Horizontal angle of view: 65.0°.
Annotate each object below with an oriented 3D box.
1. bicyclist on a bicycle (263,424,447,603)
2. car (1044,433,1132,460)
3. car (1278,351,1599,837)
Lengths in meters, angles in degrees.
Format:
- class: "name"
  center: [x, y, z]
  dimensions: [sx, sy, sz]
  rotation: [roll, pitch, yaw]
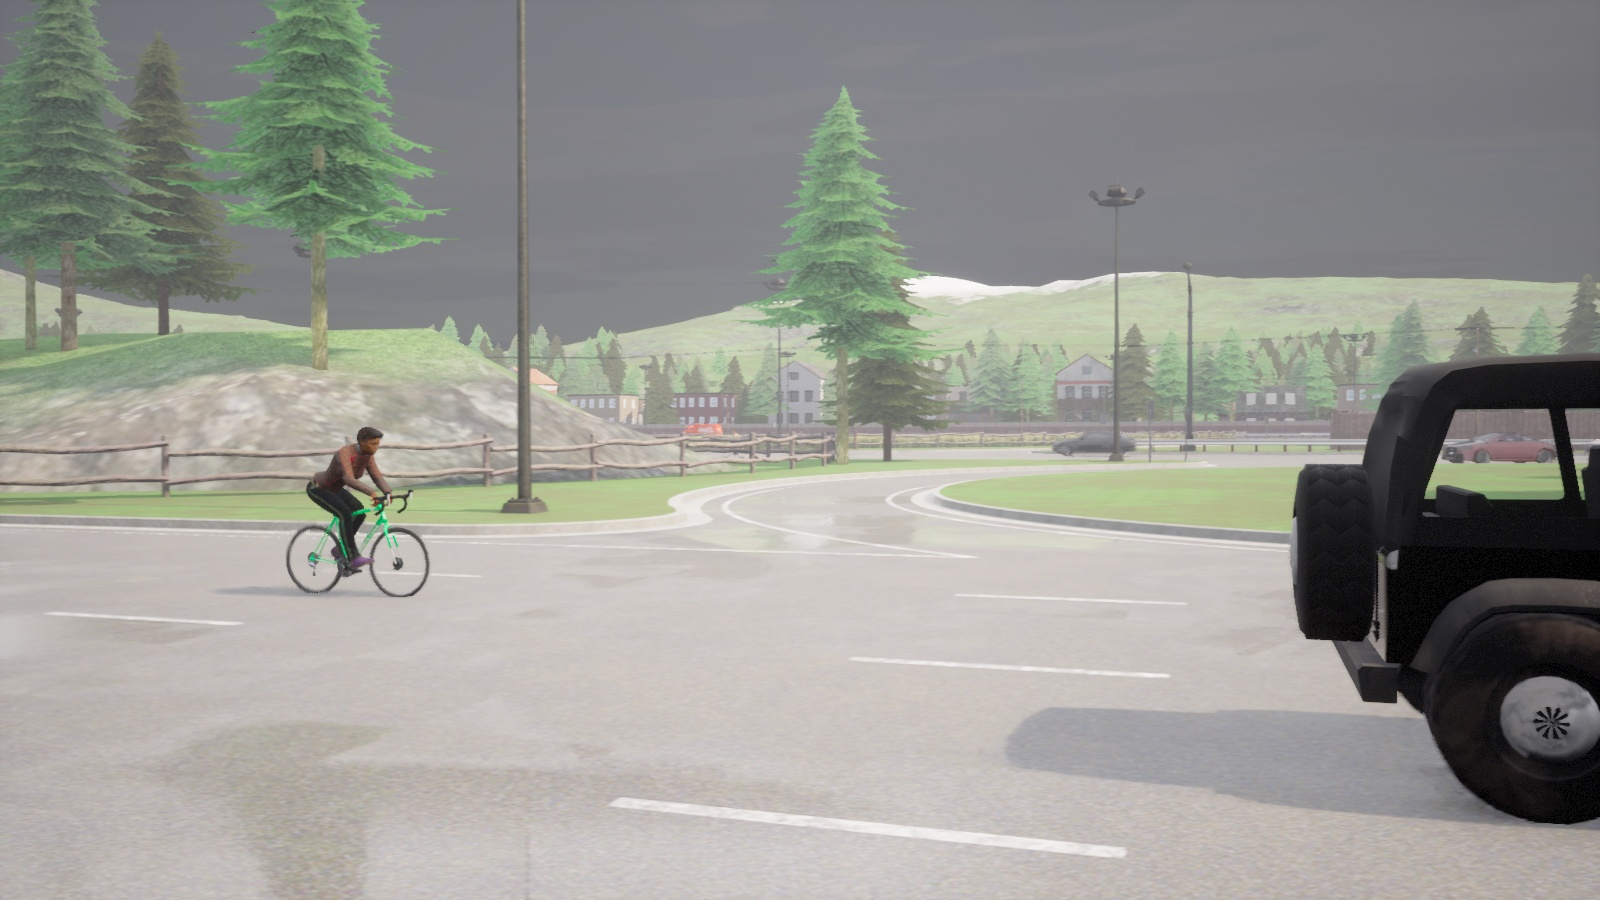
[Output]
- class: "bicyclist on a bicycle"
  center: [-4.255, 0.571, 12.009]
  dimensions: [1.656, 1.620, 0.582]
  rotation: [1, 1, 19]
- class: "car"
  center: [16.330, -0.226, 71.160]
  dimensions: [4.674, 1.442, 1.812]
  rotation: [1, 1, 18]
- class: "car"
  center: [4.198, 0.551, 5.470]
  dimensions: [3.866, 1.878, 1.905]
  rotation: [1, 1, 19]
